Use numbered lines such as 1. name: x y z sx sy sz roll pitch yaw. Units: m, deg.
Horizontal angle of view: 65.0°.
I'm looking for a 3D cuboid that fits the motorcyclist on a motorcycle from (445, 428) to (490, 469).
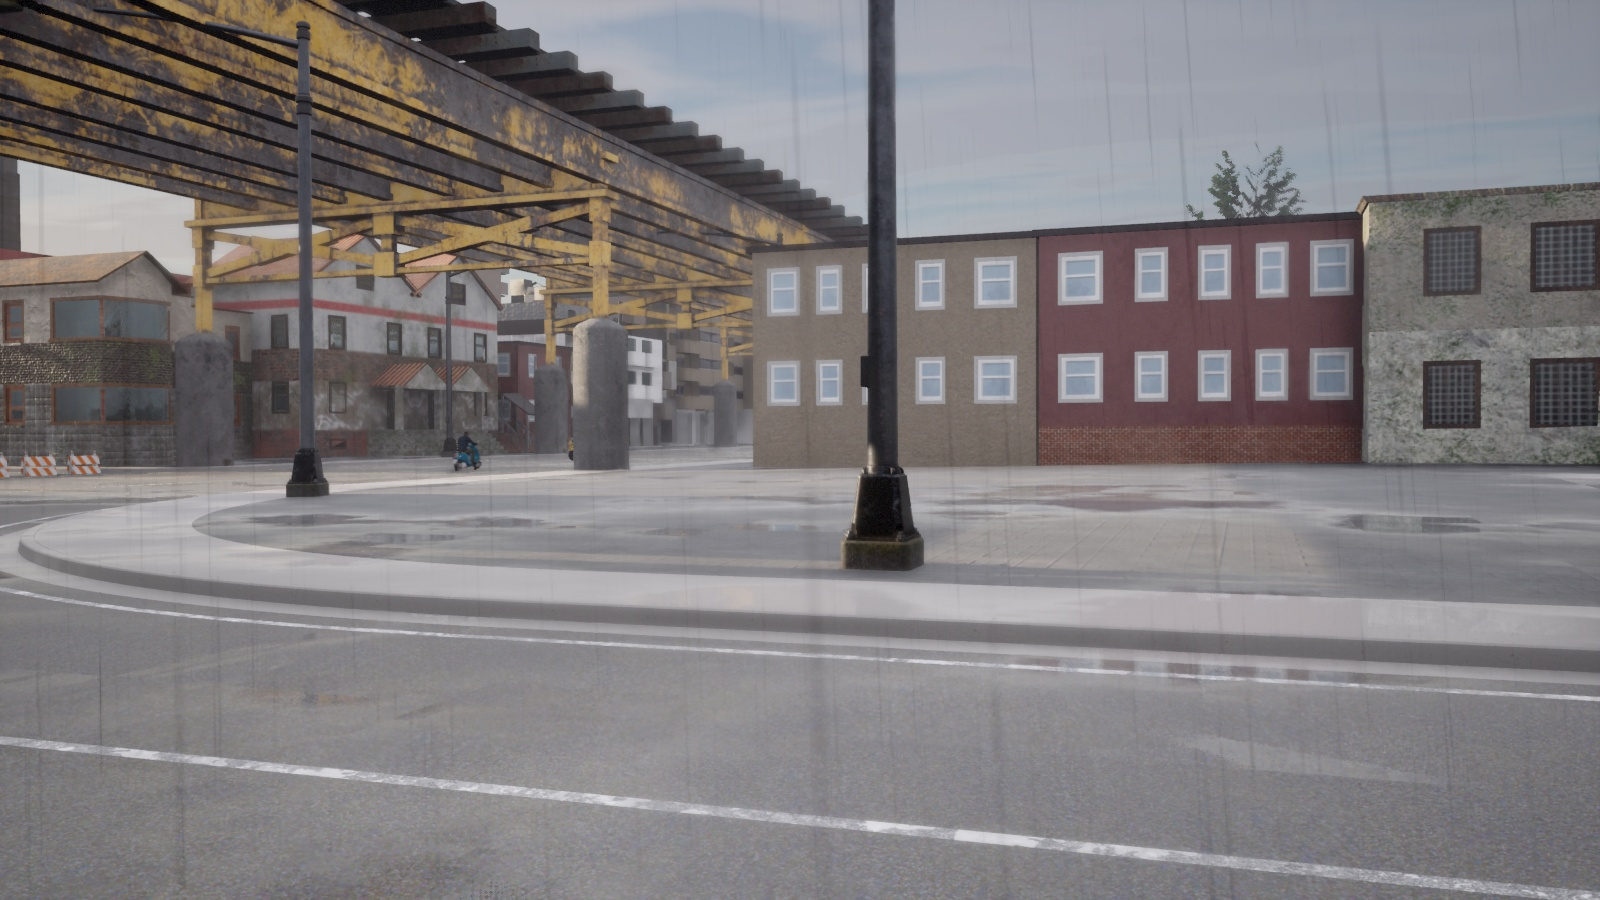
1. motorcyclist on a motorcycle: -13.186 -0.067 49.812 0.866 1.590 1.817 1 1 20
